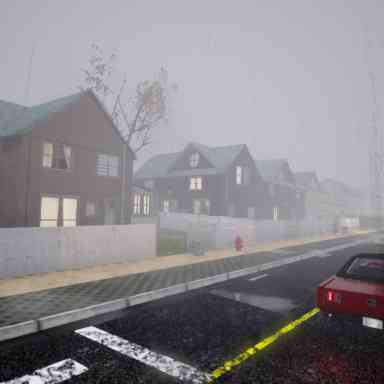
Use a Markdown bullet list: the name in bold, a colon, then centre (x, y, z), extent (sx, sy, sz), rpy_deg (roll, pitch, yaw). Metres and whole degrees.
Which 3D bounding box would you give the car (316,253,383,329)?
- **car**: centre (4.393, 1.989, 7.200), extent (1.895, 1.301, 4.718), rpy_deg (-1, -4, 39)
